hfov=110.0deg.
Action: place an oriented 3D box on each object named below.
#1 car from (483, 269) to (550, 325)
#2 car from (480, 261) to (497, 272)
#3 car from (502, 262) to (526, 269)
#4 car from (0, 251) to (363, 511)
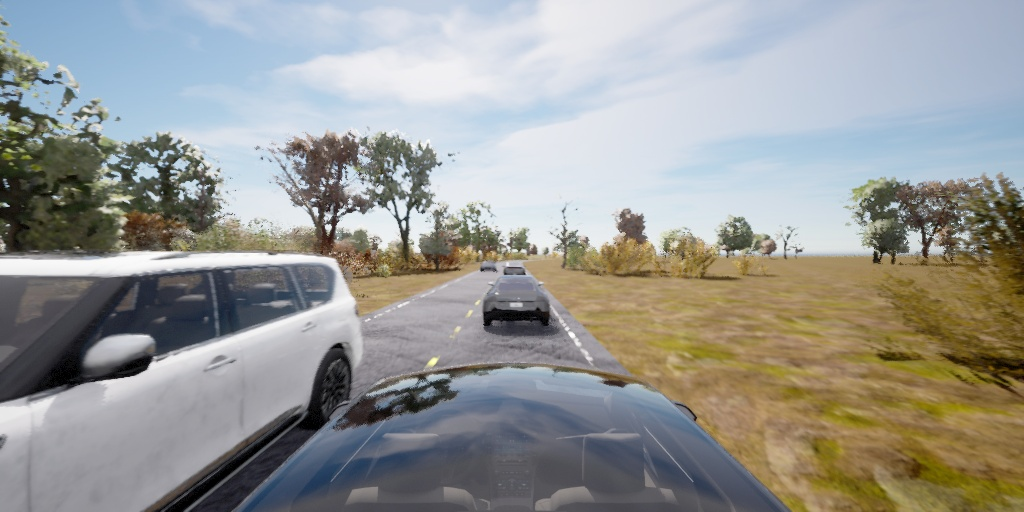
[{"bbox_3d":[0.127,1.313,11.856,1.994,1.385,4.181,0,0,0],"label":"car"},{"bbox_3d":[-2.937,1.304,45.338,1.994,1.385,4.181,0,0,0],"label":"car"},{"bbox_3d":[0.192,1.238,30.752,2.128,1.511,4.902,0,0,0],"label":"car"},{"bbox_3d":[-3.105,0.968,2.657,2.150,2.045,5.566,0,0,0],"label":"car"}]
